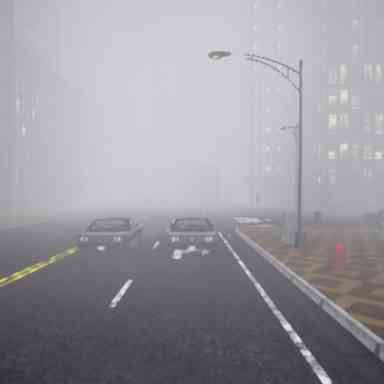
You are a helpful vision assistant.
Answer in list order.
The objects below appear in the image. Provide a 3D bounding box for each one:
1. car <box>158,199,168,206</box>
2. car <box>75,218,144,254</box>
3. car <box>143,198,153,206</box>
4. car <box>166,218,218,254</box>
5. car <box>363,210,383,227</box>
[{"bbox_3d":[-6.475,2.297,73.526,1.895,1.301,4.718,0,-1,0],"label":"car"},{"bbox_3d":[-3.243,1.736,14.107,1.895,1.301,4.718,0,-1,0],"label":"car"},{"bbox_3d":[-9.726,2.202,73.558,1.837,1.490,4.892,0,-1,0],"label":"car"},{"bbox_3d":[0.006,1.736,14.105,1.895,1.301,4.718,0,-1,0],"label":"car"},{"bbox_3d":[15.929,2.079,26.318,4.403,1.369,2.008,1,0,-1],"label":"car"}]
